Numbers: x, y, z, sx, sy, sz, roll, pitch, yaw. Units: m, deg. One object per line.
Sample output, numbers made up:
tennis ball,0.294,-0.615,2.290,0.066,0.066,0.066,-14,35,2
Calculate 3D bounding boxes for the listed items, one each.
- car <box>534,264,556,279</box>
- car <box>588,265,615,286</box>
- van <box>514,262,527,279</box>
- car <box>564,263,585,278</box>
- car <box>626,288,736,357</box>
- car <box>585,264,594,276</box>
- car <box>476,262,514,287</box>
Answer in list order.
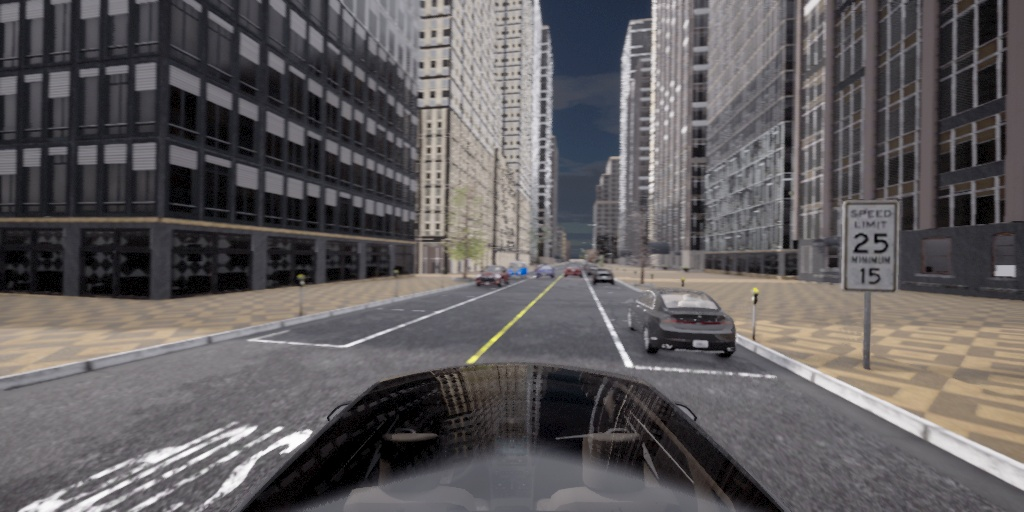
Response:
car,3.888,1.777,41.056,1.812,1.442,4.674,1,-1,10
car,7.858,1.789,31.152,1.948,1.339,4.313,0,0,10
van,0.622,1.498,38.209,1.690,1.789,3.998,0,0,10
car,7.468,1.699,43.496,2.097,1.767,4.553,1,-1,11
car,3.954,1.456,8.925,2.007,1.370,4.403,0,0,10
car,10.883,2.026,47.806,1.948,1.339,4.313,0,0,10
car,-1.393,1.439,27.108,1.967,1.591,4.097,0,0,10
